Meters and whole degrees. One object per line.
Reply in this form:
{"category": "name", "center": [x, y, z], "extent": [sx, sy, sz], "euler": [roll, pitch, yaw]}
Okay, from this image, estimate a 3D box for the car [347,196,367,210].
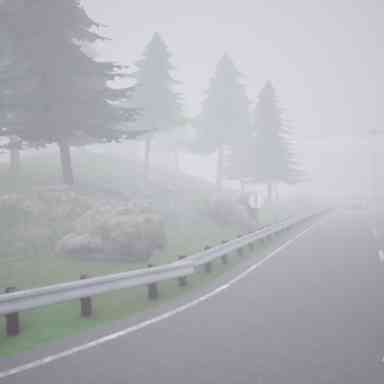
{"category": "car", "center": [20.117, 1.284, 40.513], "extent": [2.097, 1.767, 4.553], "euler": [-1, 0, 29]}
